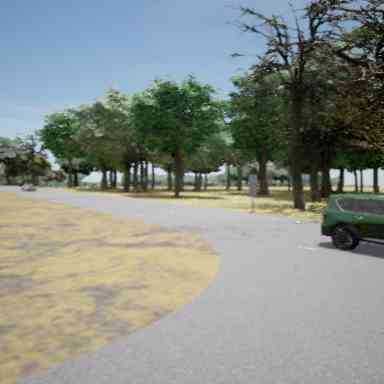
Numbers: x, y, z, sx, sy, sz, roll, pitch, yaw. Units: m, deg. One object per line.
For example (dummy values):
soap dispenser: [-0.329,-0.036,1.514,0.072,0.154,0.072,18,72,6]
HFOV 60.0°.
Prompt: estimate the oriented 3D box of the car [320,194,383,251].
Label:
car: [7.230,1.154,11.382,2.150,2.045,5.566,0,2,-37]

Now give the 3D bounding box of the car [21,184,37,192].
car: [-29.174,-0.711,59.641,1.895,1.301,4.718,0,2,-37]
